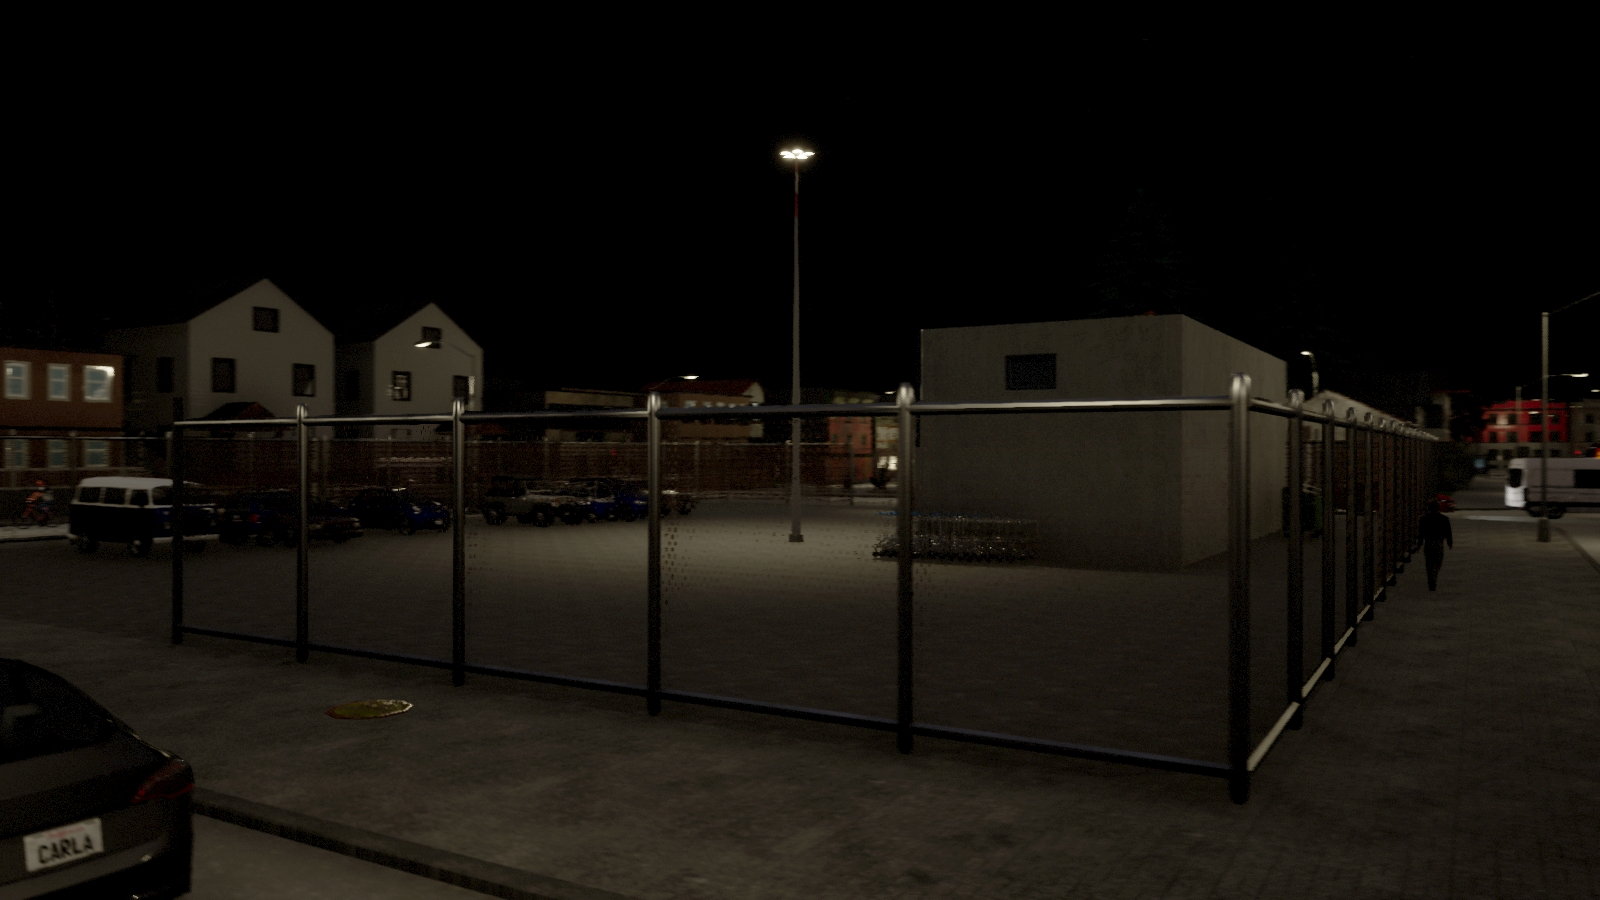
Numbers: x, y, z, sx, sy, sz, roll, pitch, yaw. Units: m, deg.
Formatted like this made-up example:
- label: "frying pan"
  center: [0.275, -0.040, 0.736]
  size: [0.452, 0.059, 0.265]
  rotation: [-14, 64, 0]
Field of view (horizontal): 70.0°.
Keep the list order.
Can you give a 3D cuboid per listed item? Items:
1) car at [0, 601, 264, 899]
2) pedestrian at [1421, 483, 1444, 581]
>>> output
- label: "car"
  center: [-5.763, 1.849, 7.037]
  size: [4.792, 1.488, 2.163]
  rotation: [0, 0, 31]
- label: "pedestrian"
  center: [12.145, 1.566, 21.953]
  size: [0.375, 1.860, 0.375]
  rotation: [0, 0, 31]
